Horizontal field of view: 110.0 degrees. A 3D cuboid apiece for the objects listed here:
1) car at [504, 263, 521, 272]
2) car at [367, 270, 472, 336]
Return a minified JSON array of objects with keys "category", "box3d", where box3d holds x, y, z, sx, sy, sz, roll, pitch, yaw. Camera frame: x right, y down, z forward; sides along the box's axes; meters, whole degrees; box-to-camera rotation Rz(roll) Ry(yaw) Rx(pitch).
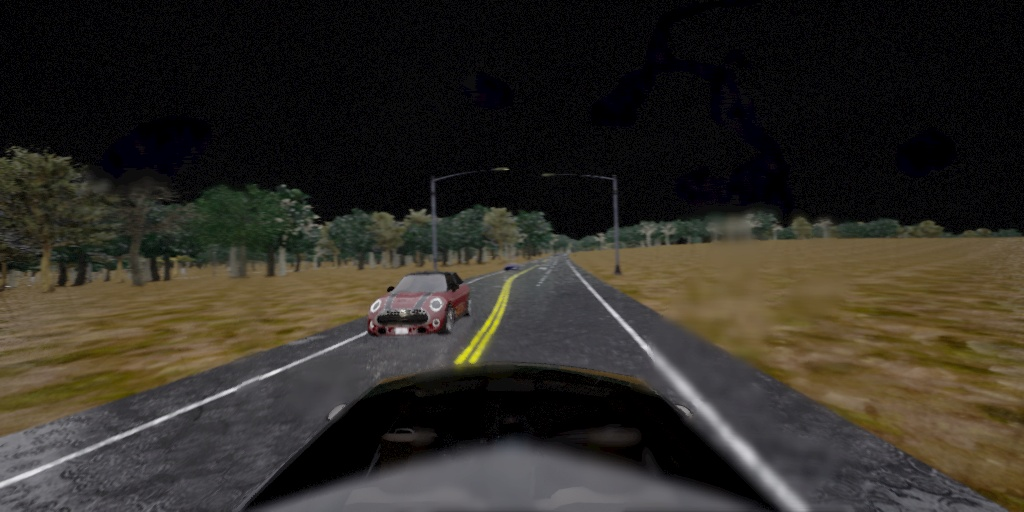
[{"category":"car","box3d":[0.068,1.634,51.839,1.895,1.301,4.718,-2,0,8]},{"category":"car","box3d":[-2.597,1.263,11.035,2.097,1.767,4.553,-2,-1,3]}]
